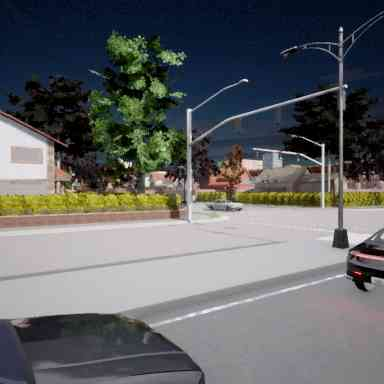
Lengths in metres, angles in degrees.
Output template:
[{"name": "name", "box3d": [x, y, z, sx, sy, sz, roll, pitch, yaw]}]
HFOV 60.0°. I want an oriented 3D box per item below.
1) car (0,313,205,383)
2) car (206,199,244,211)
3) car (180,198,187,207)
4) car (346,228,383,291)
[{"name": "car", "box3d": [-2.418, 1.543, 2.021, 5.357, 1.411, 2.033, 0, 0, -36]}, {"name": "car", "box3d": [3.780, 1.505, 38.442, 1.895, 1.301, 4.718, 0, 0, -36]}, {"name": "car", "box3d": [-2.103, 1.483, 46.613, 1.895, 1.301, 4.718, 0, 0, -36]}, {"name": "car", "box3d": [5.524, 1.474, 7.671, 4.902, 1.511, 2.128, 0, 0, -35]}]
